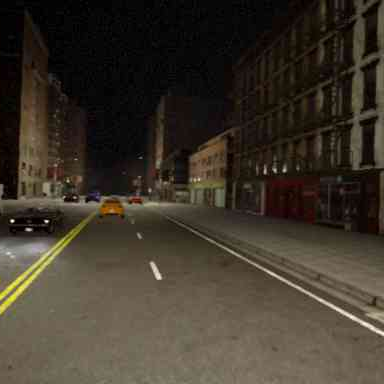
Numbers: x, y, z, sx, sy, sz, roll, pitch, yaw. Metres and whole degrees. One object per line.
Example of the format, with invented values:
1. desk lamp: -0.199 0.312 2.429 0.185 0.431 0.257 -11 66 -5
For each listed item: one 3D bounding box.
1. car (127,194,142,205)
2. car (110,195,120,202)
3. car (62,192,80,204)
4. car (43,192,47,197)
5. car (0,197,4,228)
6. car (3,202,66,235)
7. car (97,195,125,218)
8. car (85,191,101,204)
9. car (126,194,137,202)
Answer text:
1. car: -9.387 1.149 55.048 2.097 1.767 4.553 2 0 -13
2. car: -15.339 1.226 66.350 1.895 1.301 4.718 2 0 -13
3. car: -18.912 0.848 52.207 2.097 1.767 4.553 2 0 -12
4. car: -38.367 0.533 82.858 4.313 1.339 1.947 2 0 -12
5. car: -10.870 0.911 15.959 2.150 2.045 5.566 2 0 -13
6. car: -7.820 1.387 17.159 1.895 1.301 4.718 2 0 -13
7. car: -6.812 1.312 28.520 1.882 1.535 5.008 2 0 -13
8. car: -15.788 0.816 53.212 2.150 2.045 5.566 2 0 -12
9. car: -12.163 1.206 67.050 1.882 1.535 5.008 2 0 -13
